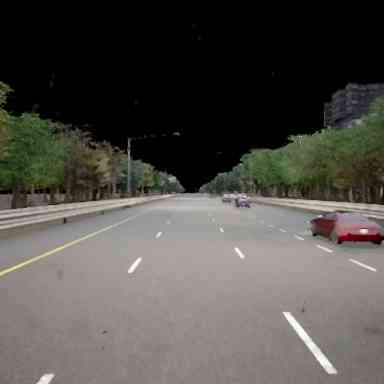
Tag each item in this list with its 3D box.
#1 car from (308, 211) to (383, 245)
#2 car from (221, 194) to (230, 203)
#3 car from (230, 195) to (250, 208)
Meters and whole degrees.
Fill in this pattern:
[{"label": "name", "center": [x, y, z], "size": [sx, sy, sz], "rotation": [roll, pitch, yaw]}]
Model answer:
[{"label": "car", "center": [6.996, 1.568, 15.549], "size": [1.994, 1.385, 4.181], "rotation": [0, 0, 0]}, {"label": "car", "center": [7.114, 1.648, 69.552], "size": [1.895, 1.301, 4.718], "rotation": [0, 0, 0]}, {"label": "car", "center": [7.032, 1.562, 47.428], "size": [1.812, 1.442, 4.674], "rotation": [0, 0, 0]}]
